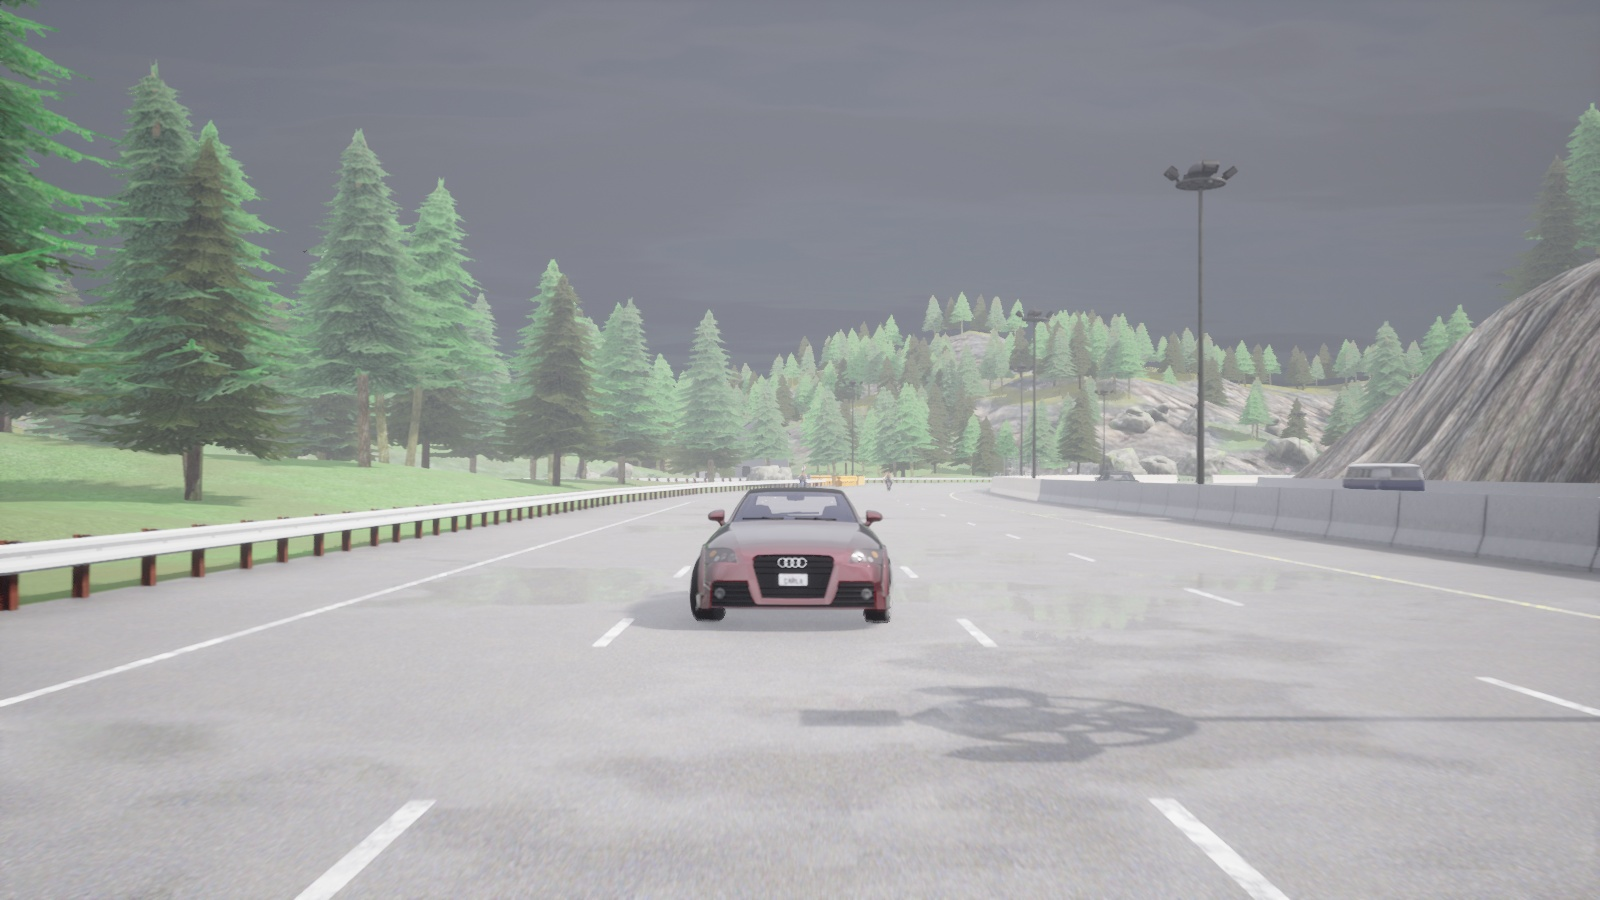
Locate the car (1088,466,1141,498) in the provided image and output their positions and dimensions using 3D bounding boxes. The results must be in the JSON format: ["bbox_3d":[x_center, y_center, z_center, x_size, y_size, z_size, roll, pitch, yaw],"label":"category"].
[{"bbox_3d":[17.696,1.788,70.837,2.097,1.767,4.553,0,-1,3],"label":"car"}]

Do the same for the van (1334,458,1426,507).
[{"bbox_3d":[24.370,1.356,52.942,1.775,1.987,4.442,0,-1,0],"label":"van"}]

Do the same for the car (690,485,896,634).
[{"bbox_3d":[-0.049,1.117,14.262,1.994,1.385,4.181,0,-1,1],"label":"car"}]
